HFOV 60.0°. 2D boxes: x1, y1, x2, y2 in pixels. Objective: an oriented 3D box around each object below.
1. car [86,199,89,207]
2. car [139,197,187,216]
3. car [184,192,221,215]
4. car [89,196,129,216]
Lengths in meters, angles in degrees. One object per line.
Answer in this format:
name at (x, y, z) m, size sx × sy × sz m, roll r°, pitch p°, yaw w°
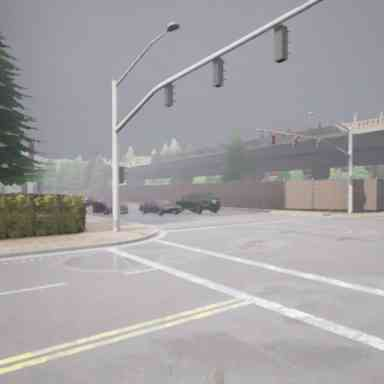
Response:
car at (-12.498, 1.333, 44.091) m, size 2.128 × 1.511 × 4.902 m, roll 0°, pitch 0°, yaw -35°
car at (-3.051, 1.389, 30.776) m, size 2.033 × 1.411 × 5.357 m, roll 0°, pitch 0°, yaw -35°
car at (0.447, 1.038, 32.307) m, size 2.150 × 2.045 × 5.566 m, roll 0°, pitch 0°, yaw -36°
car at (-7.654, 1.217, 31.212) m, size 2.097 × 1.767 × 4.553 m, roll 0°, pitch 0°, yaw -35°
